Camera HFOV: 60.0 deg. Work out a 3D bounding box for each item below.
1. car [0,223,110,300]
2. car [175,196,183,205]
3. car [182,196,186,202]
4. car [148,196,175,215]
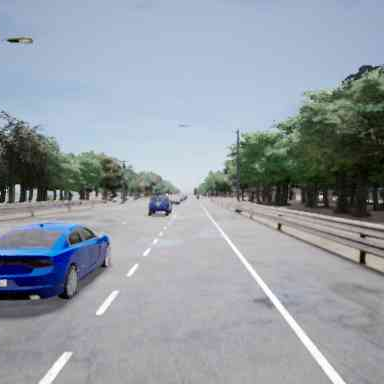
[{"bbox_3d":[-3.497,1.530,8.559,1.882,1.535,5.008,0,0,0],"label":"car"},{"bbox_3d":[-3.334,2.009,67.658,1.895,1.301,4.718,0,0,0],"label":"car"},{"bbox_3d":[-3.254,2.146,91.842,1.895,1.301,4.718,0,0,0],"label":"car"},{"bbox_3d":[-3.439,1.444,36.519,2.150,2.045,5.566,0,0,0],"label":"car"}]
